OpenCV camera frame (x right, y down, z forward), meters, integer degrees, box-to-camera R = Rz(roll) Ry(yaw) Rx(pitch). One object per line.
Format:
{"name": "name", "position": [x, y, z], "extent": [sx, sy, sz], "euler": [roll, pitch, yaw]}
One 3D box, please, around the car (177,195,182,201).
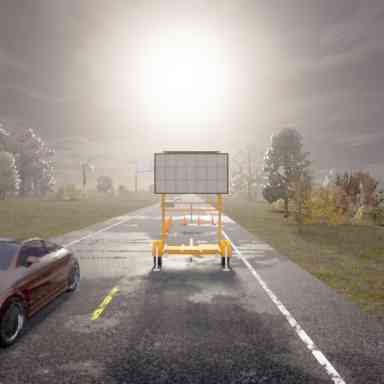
{"name": "car", "position": [-3.632, 1.617, 88.499], "extent": [2.033, 1.411, 5.357], "euler": [0, 0, 0]}

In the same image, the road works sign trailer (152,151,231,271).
{"name": "road works sign trailer", "position": [-0.016, 0.465, 10.902], "extent": [2.380, 3.560, 2.880], "euler": [0, 0, 0]}

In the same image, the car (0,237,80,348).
{"name": "car", "position": [-3.609, 1.564, 6.125], "extent": [1.994, 1.385, 4.181], "euler": [0, 0, 0]}

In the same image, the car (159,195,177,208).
{"name": "car", "position": [-3.670, 1.552, 49.174], "extent": [1.812, 1.442, 4.674], "euler": [0, 0, 0]}
